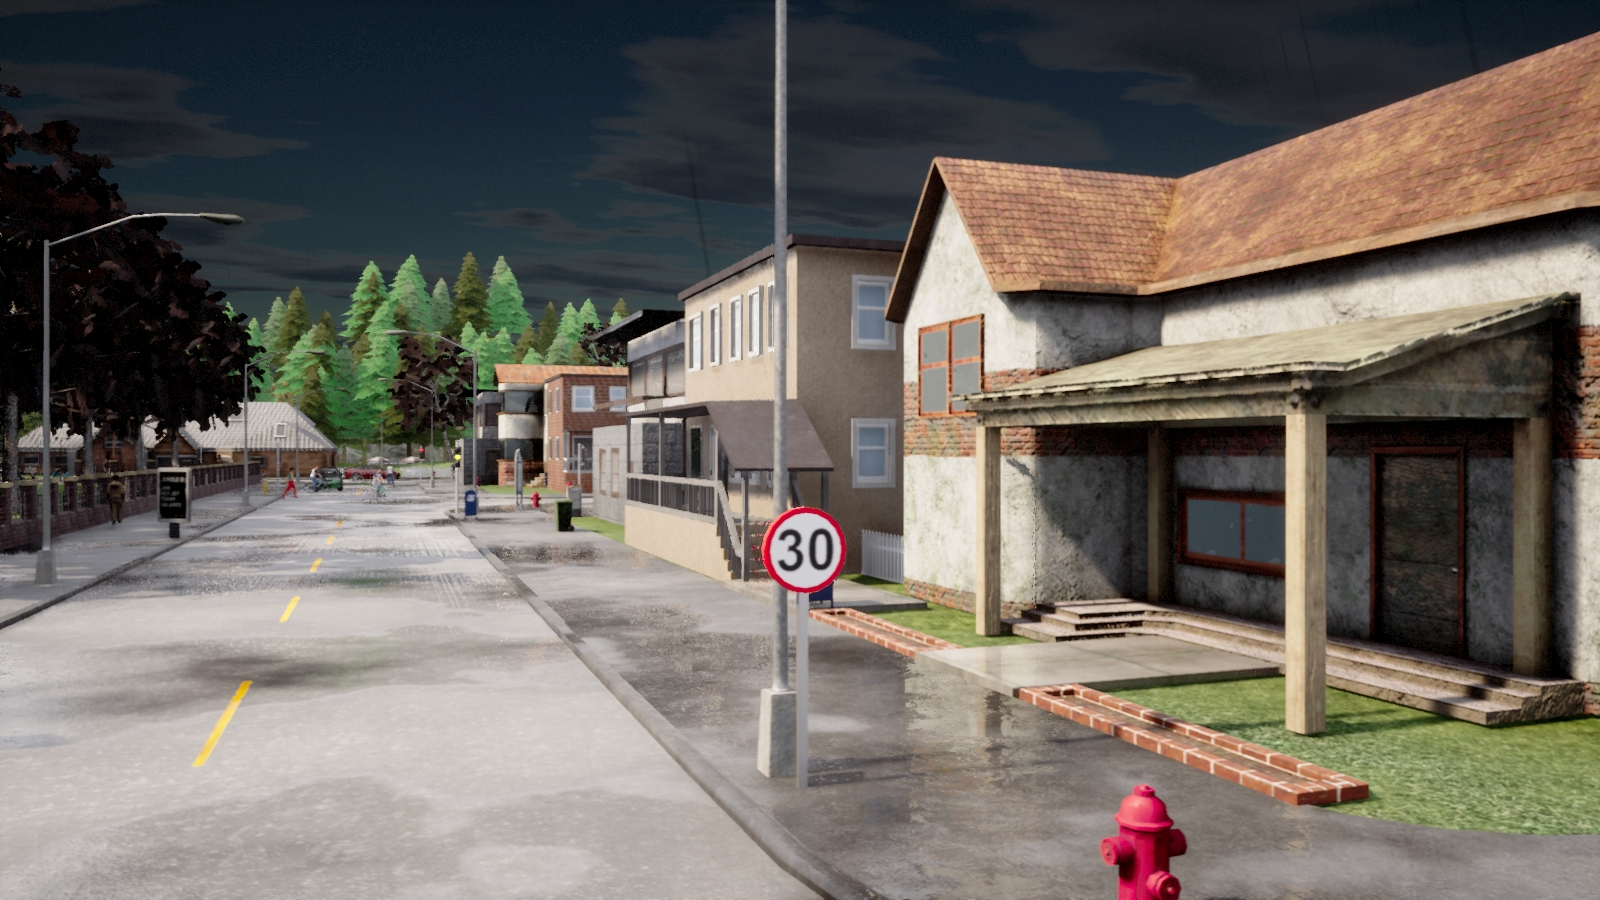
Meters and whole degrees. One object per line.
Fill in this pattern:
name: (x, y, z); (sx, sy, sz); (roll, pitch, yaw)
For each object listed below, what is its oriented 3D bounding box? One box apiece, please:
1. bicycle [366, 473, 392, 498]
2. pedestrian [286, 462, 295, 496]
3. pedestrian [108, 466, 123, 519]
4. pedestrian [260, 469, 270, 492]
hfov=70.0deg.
bicycle: (-22.938, 1.936, 62.254); (1.643, 1.296, 0.373); (1, -2, 33)
pedestrian: (-28.624, 1.623, 64.179); (0.375, 1.860, 0.375); (0, 0, -39)
pedestrian: (-24.222, 1.514, 40.435); (0.375, 1.860, 0.375); (0, 0, -20)
pedestrian: (-31.444, 1.796, 67.197); (0.375, 1.300, 0.375); (0, 0, 29)
